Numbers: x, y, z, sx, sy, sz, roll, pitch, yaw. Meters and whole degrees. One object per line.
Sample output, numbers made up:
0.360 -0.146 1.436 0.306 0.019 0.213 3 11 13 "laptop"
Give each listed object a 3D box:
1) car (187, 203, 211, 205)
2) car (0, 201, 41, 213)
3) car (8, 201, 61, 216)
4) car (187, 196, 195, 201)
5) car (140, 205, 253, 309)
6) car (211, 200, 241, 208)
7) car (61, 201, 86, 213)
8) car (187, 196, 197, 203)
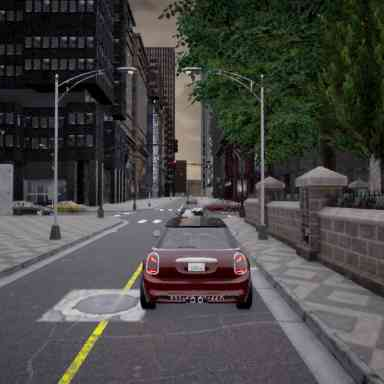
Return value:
0.044 1.541 18.172 1.812 1.442 4.674 0 0 0 "car"
-20.226 1.709 38.625 4.403 1.369 2.008 0 -1 0 "car"
-14.726 1.518 30.088 4.403 1.369 2.008 0 -1 0 "car"
-0.270 1.781 91.664 2.128 1.511 4.902 0 0 0 "car"
0.075 1.357 8.046 2.097 1.767 4.553 0 0 0 "car"
3.328 1.619 37.309 4.674 1.442 1.812 1 0 26 "car"
-14.883 1.676 38.612 4.829 1.417 1.752 0 -1 0 "car"
-0.087 1.706 67.405 1.994 1.385 4.181 0 0 0 "car"
